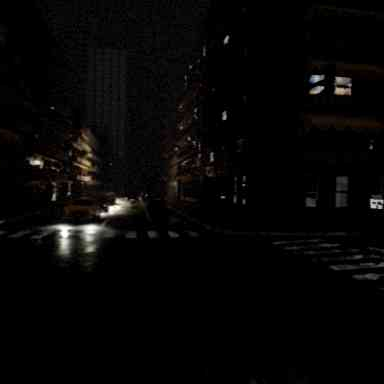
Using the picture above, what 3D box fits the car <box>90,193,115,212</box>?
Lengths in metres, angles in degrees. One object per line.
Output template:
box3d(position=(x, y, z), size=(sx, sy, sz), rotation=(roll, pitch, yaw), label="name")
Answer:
box3d(position=(-9.241, 1.141, 33.289), size=(2.033, 1.411, 5.357), rotation=(1, 0, -10), label="car")

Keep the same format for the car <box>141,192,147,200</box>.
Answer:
box3d(position=(-6.589, 1.070, 52.124), size=(2.008, 1.369, 4.403), rotation=(0, 0, -10), label="car")

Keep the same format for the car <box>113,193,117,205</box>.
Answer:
box3d(position=(-10.902, 1.098, 43.149), size=(1.895, 1.301, 4.718), rotation=(1, 0, -9), label="car")

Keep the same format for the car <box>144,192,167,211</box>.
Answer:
box3d(position=(-3.803, 1.119, 35.776), size=(1.967, 1.590, 4.097), rotation=(0, 0, -10), label="car")

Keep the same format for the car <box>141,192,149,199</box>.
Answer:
box3d(position=(-11.234, 0.806, 79.370), size=(1.887, 1.381, 4.507), rotation=(0, 0, -10), label="car")

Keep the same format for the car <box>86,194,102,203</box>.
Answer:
box3d(position=(-14.851, 0.956, 50.721), size=(1.802, 1.307, 4.206), rotation=(0, 0, -10), label="car")

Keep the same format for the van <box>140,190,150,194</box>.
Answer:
box3d(position=(-8.445, 0.756, 63.020), size=(1.690, 1.788, 3.998), rotation=(0, 0, -10), label="van")

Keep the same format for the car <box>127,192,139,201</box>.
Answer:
box3d(position=(-11.309, 0.708, 63.873), size=(2.097, 1.767, 4.553), rotation=(1, 0, -10), label="car")

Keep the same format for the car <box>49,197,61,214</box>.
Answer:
box3d(position=(-11.135, 1.138, 28.924), size=(2.008, 1.369, 4.403), rotation=(0, 0, -10), label="car")

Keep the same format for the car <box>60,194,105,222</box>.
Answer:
box3d(position=(-7.567, 1.169, 23.466), size=(1.882, 1.535, 5.008), rotation=(1, 0, -10), label="car")
